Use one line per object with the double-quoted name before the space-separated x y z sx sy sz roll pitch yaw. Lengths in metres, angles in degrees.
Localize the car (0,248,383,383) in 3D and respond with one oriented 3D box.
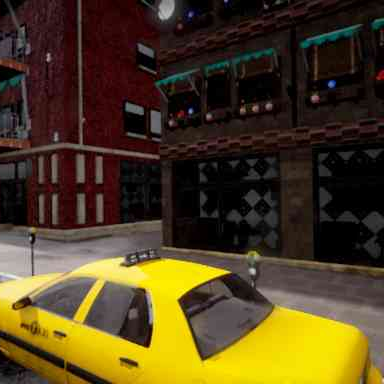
"car" -0.831 1.457 3.992 5.366 1.575 1.801 0 0 35
